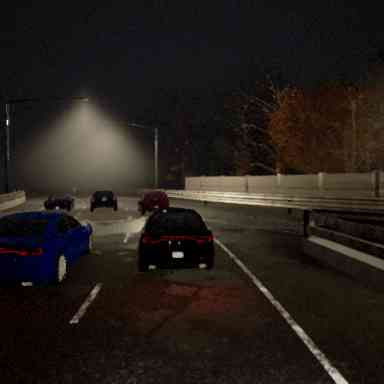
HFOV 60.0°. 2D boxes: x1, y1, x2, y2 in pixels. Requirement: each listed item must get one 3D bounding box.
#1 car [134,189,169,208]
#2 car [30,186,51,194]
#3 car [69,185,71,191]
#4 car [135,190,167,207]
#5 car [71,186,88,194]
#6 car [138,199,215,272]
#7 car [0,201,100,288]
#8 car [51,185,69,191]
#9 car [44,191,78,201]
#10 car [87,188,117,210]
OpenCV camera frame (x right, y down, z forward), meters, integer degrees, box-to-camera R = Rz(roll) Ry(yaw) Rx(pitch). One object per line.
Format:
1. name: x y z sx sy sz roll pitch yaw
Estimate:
1. car: -4.062 0.579 32.385 1.882 1.535 5.008 -1 2 -26
2. car: -30.455 -0.404 66.027 2.033 1.411 5.357 -1 2 -41
3. car: -25.006 -0.550 70.419 2.128 1.511 4.902 -1 2 -41
4. car: -2.895 0.798 24.456 1.882 1.535 5.008 0 2 -13
5. car: -21.821 -0.337 66.136 1.882 1.535 5.008 -1 2 -36
6. car: -0.536 1.198 9.937 1.882 1.535 5.008 0 2 -5
7. car: -3.914 1.239 8.613 1.882 1.535 5.008 0 2 -5
8. car: -27.730 -0.470 68.223 2.033 1.411 5.357 -1 2 -41
9. car: -10.791 0.851 27.322 1.895 1.301 4.718 0 2 -15
10. car: -7.515 0.569 28.361 2.097 1.767 4.553 -1 2 -15
